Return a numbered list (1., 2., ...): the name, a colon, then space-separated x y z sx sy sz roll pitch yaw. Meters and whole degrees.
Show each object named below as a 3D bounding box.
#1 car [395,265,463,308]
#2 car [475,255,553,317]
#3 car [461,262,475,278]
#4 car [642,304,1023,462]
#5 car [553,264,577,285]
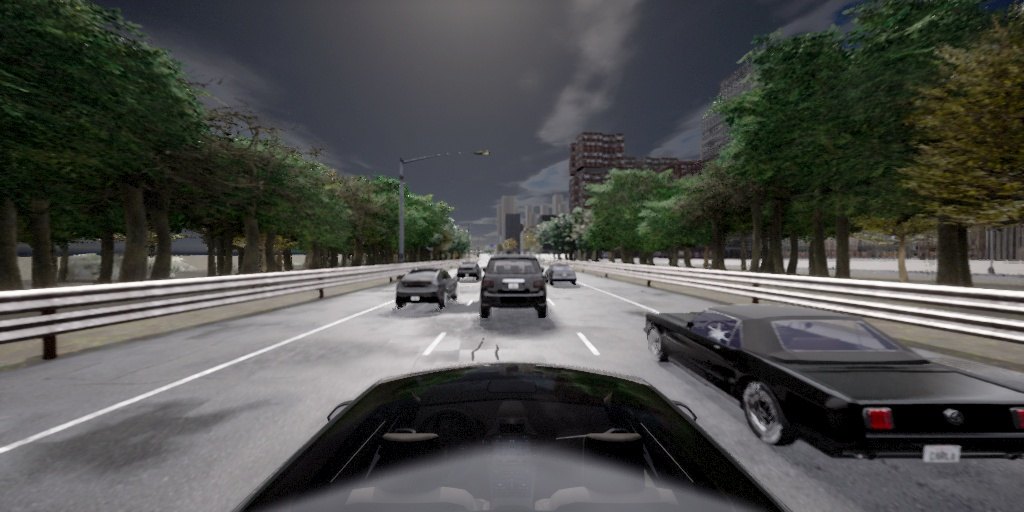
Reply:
1. car: -3.458 1.267 15.180 1.837 1.490 4.892 0 0 0
2. car: 0.057 0.981 13.328 2.150 2.045 5.566 0 0 0
3. car: -3.619 1.284 30.974 1.837 1.490 4.892 0 0 -1
4. car: 3.564 1.353 5.185 1.895 1.301 4.718 0 0 0
5. car: 3.443 1.319 26.178 2.033 1.411 5.357 0 0 -1
